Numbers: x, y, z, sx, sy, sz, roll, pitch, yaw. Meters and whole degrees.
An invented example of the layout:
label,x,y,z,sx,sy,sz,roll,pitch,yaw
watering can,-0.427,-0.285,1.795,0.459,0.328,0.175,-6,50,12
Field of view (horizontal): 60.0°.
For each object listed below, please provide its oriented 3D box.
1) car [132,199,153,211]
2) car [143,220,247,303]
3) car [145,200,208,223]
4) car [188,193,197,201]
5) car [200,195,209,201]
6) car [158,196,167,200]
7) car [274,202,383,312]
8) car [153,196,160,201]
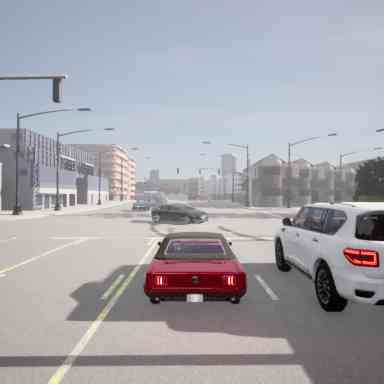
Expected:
label,x,y,z,sx,sy,sz,roll,pitch,yaw
car,-7.088,1.853,46.001,2.128,1.511,4.902,0,0,0
car,0.071,1.617,8.168,1.895,1.301,4.718,0,0,0
car,-1.045,1.651,25.382,4.892,1.490,1.837,0,1,39
car,0.020,1.387,88.843,2.150,2.045,5.566,0,-1,0
car,3.520,1.521,89.196,2.097,1.767,4.553,0,-1,0
car,-6.985,1.653,69.078,2.097,1.767,4.553,0,1,0
car,3.565,1.234,7.875,2.150,2.045,5.566,0,0,0
car,-7.071,1.934,56.990,1.812,1.442,4.674,0,0,0
